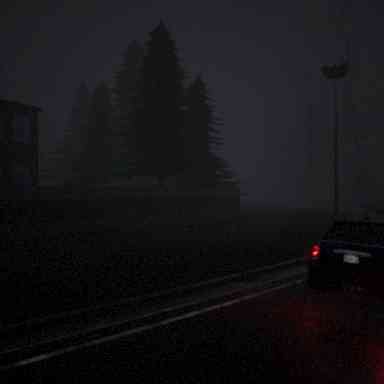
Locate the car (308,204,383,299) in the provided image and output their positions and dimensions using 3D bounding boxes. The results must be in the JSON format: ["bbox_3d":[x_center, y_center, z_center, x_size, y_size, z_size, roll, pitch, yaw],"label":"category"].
[{"bbox_3d":[4.722,1.336,7.933,4.553,1.767,2.097,0,0,-41],"label":"car"}]

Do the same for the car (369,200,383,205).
[{"bbox_3d":[16.349,1.293,26.979,2.097,1.767,4.553,0,0,13],"label":"car"}]

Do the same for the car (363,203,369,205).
[{"bbox_3d":[20.456,1.528,35.931,1.895,1.301,4.718,0,0,-2],"label":"car"}]
